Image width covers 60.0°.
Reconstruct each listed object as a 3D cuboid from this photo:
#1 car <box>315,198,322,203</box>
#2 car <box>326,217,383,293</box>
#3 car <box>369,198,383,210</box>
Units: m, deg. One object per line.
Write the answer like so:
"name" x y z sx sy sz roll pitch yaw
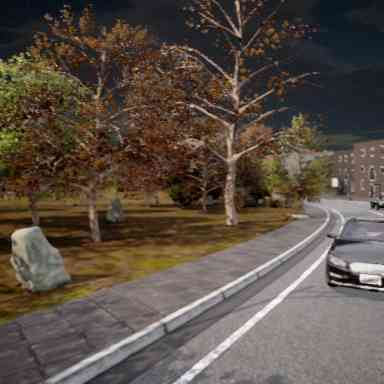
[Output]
"car" 24.064 1.434 65.437 1.837 1.490 4.892 -2 -1 7
"car" 4.738 1.448 8.652 2.128 1.511 4.902 0 0 30
"car" 21.955 1.382 38.450 1.895 1.301 4.718 -2 0 17
